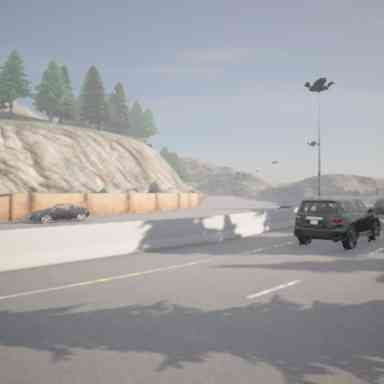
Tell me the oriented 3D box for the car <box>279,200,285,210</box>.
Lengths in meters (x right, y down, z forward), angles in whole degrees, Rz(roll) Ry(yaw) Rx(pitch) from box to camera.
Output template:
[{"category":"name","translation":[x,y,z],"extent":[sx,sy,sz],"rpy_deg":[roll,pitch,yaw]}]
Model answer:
[{"category":"car","translation":[12.848,1.787,44.418],"extent":[2.033,1.411,5.357],"rpy_deg":[-1,0,21]}]

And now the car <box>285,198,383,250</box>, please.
[{"category":"car","translation":[6.606,1.269,14.921],"extent":[2.150,2.045,5.566],"rpy_deg":[-1,0,43]}]

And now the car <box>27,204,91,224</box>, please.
[{"category":"car","translation":[-10.827,1.736,27.336],"extent":[2.128,1.511,4.902],"rpy_deg":[-1,0,45]}]
